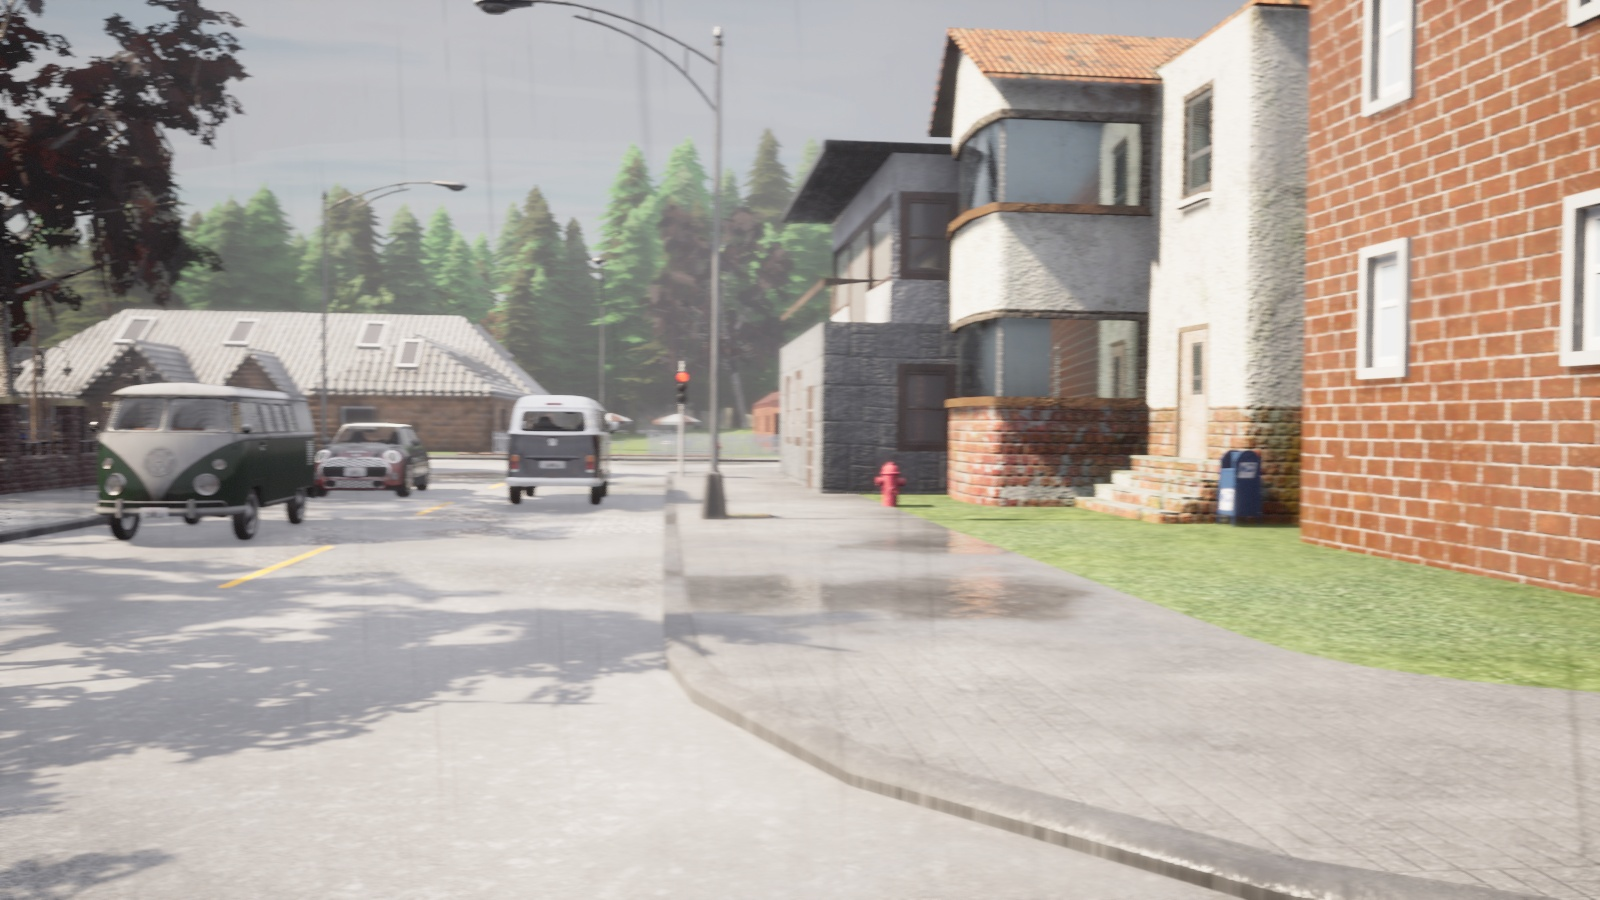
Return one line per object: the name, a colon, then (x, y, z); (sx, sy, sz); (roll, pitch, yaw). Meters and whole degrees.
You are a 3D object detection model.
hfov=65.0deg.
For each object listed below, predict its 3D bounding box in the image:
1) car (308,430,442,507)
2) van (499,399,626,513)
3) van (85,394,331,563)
car: (-8.833, 0.329, 26.418); (1.970, 1.475, 3.806); (-1, 1, -8)
van: (-4.594, 0.071, 24.914); (2.069, 2.038, 4.480); (-1, 1, -6)
van: (-7.877, 0.290, 17.200); (1.775, 1.987, 4.442); (-1, 1, -8)
